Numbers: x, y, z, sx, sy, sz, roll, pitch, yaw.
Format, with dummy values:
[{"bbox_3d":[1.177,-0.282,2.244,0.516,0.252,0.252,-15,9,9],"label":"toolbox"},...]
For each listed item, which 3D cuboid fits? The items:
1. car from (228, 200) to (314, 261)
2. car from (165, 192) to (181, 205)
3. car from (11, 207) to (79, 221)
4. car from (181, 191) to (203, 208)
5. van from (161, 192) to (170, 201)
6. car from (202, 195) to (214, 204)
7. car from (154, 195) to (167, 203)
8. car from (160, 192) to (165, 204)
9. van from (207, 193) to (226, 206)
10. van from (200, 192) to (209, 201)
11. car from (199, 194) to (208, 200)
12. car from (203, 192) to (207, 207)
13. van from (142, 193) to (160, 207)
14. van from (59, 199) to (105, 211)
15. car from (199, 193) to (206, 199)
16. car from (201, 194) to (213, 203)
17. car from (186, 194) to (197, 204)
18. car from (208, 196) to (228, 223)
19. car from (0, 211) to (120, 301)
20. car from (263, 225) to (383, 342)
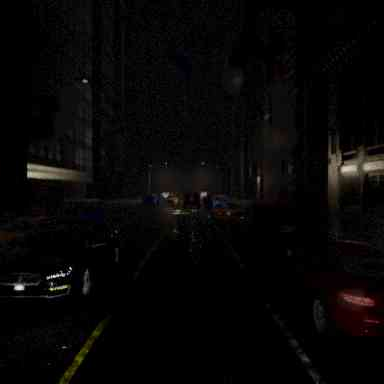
[{"bbox_3d":[2.759,1.251,11.883,2.192,1.841,5.009,0,0,0],"label":"car"},{"bbox_3d":[-3.089,1.209,51.449,1.882,1.535,5.008,0,0,0],"label":"car"},{"bbox_3d":[-5.767,1.462,11.698,1.752,1.417,4.829,0,0,0],"label":"car"},{"bbox_3d":[-0.001,0.992,43.819,2.150,2.045,5.566,0,0,0],"label":"car"},{"bbox_3d":[-5.796,0.963,73.571,1.690,1.788,3.998,0,0,0],"label":"van"},{"bbox_3d":[2.737,1.250,56.757,1.887,1.381,4.507,0,0,0],"label":"car"},{"bbox_3d":[-5.790,1.228,62.352,2.008,1.369,4.403,0,0,0],"label":"car"},{"bbox_3d":[-5.785,1.048,51.133,2.192,1.841,5.009,0,0,0],"label":"car"},{"bbox_3d":[2.748,1.161,34.319,1.690,1.788,3.998,0,0,0],"label":"van"},{"bbox_3d":[2.730,0.963,73.583,1.690,1.788,3.998,0,0,0],"label":"van"},{"bbox_3d":[2.727,1.139,79.193,1.887,1.381,4.507,0,0,0],"label":"car"},{"bbox_3d":[2.743,1.077,45.537,2.192,1.841,5.009,0,0,0],"label":"car"},{"bbox_3d":[-5.782,1.103,45.523,1.690,1.788,3.998,0,0,0],"label":"van"},{"bbox_3d":[-5.769,1.247,17.476,1.690,1.788,3.998,0,0,0],"label":"van"},{"bbox_3d":[2.721,1.064,90.581,1.752,1.417,4.829,0,0,0],"label":"car"},{"bbox_3d":[2.735,1.118,62.365,1.967,1.590,4.097,0,0,0],"label":"car"},{"bbox_3d":[-0.027,1.200,58.965,1.837,1.490,4.892,0,0,0],"label":"car"},{"bbox_3d":[2.340,1.330,23.853,1.801,1.575,5.366,0,0,0],"label":"car"},{"bbox_3d":[-3.104,1.459,8.402,1.837,1.490,4.892,0,0,0],"label":"car"},{"bbox_3d":[2.761,1.548,6.276,1.802,1.307,4.206,0,0,0],"label":"car"}]
